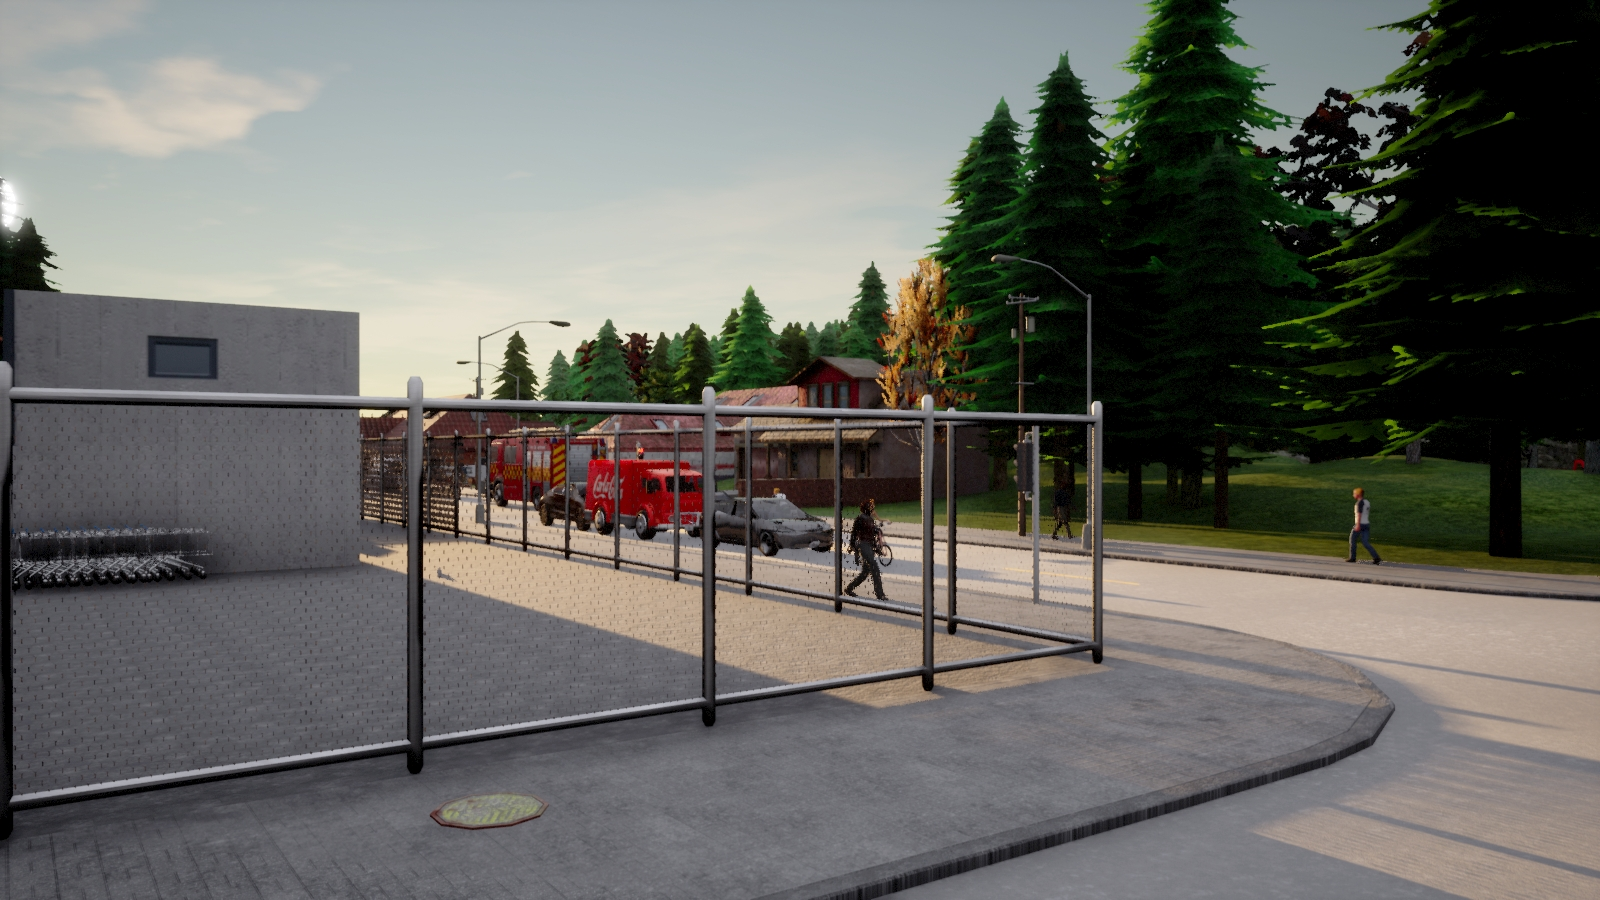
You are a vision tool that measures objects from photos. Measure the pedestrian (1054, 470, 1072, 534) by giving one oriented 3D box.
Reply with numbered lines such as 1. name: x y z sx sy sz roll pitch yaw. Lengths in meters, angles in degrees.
1. pedestrian: 7.717 1.520 33.561 0.375 1.860 0.375 0 0 -39

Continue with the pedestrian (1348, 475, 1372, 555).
1. pedestrian: 13.209 1.520 26.957 0.375 1.860 0.375 0 0 -38

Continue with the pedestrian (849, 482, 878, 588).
1. pedestrian: 1.143 1.514 20.441 0.375 1.860 0.375 0 0 37

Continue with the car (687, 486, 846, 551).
1. car: -1.029 1.840 31.812 2.163 1.488 4.792 0 0 -35

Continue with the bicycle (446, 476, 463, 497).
1. bicycle: -19.316 2.033 63.874 0.859 1.080 1.487 0 0 -19

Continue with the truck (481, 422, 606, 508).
1. truck: -12.545 0.667 55.259 2.891 3.827 8.468 0 0 -35

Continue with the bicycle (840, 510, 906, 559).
1. bicycle: 1.773 2.033 27.810 0.859 1.080 1.487 0 0 -35

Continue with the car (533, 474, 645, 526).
1. car: -7.756 1.772 41.538 2.152 1.651 5.027 0 0 -34

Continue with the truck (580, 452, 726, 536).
1. truck: -4.910 1.336 37.383 2.627 2.467 5.204 0 0 -35
